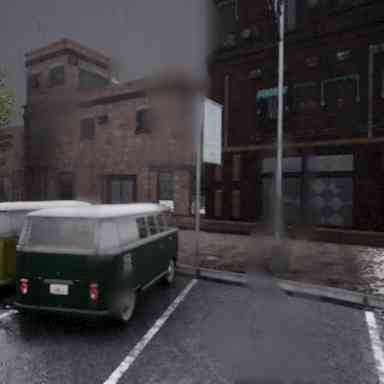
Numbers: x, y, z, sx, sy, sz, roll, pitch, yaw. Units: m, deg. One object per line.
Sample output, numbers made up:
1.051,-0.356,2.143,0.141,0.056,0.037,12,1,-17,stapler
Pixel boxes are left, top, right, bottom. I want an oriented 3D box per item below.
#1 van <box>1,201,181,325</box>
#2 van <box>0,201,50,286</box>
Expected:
-1.554,1.251,7.192,1.878,1.987,4.442,0,-1,13,van
-4.082,1.234,8.809,1.878,1.987,4.442,0,-1,13,van
